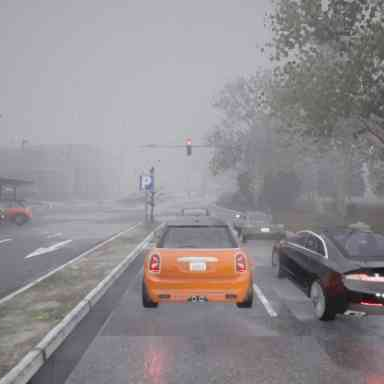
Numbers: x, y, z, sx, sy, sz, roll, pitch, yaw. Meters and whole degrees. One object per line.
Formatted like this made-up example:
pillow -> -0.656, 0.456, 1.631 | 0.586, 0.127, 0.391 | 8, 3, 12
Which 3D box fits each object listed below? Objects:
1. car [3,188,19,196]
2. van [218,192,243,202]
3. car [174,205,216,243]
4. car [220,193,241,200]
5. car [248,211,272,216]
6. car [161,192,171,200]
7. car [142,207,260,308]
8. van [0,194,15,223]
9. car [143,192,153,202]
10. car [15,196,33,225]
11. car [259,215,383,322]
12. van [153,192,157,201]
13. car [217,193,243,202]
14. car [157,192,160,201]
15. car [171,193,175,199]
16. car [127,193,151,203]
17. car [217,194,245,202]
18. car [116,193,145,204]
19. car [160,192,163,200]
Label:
car -> -28.213, 0.133, 51.879 | 2.002, 1.452, 4.674 | 6, -3, -19
van -> 7.225, 1.037, 63.637 | 4.442, 1.987, 1.878 | 1, 0, -14
car -> 0.155, 1.530, 17.207 | 1.837, 1.490, 4.892 | 0, 0, 1
car -> 9.383, 1.123, 81.309 | 4.553, 1.767, 2.185 | 1, 0, -12
car -> 3.145, 1.586, 16.157 | 1.994, 1.385, 4.181 | 0, 0, 1
car -> -8.531, 1.351, 84.963 | 4.674, 1.452, 2.002 | -1, 0, -12
car -> 0.104, 1.363, 8.121 | 2.097, 1.767, 4.553 | 0, 0, 0
van -> -13.621, 1.295, 20.240 | 4.442, 1.987, 1.878 | -1, 0, -20
car -> -10.858, 1.310, 64.019 | 5.366, 1.575, 1.946 | -1, 0, -15
car -> -13.649, 1.401, 23.218 | 4.553, 1.767, 2.185 | -1, 0, -19
car -> 3.103, 1.501, 7.245 | 2.128, 1.511, 4.902 | 0, 0, 0
van -> -10.305, 1.087, 70.011 | 4.442, 1.987, 1.878 | -1, 0, -14
car -> 7.606, 1.136, 66.607 | 4.553, 1.767, 2.185 | 1, 0, -14
car -> -10.080, 1.316, 72.982 | 4.892, 1.521, 2.231 | -1, 0, -14
car -> -8.083, 1.058, 87.969 | 5.566, 2.045, 2.435 | -1, 0, -12
car -> -10.768, 1.190, 66.971 | 4.553, 1.767, 2.185 | -1, 0, -14
car -> 8.139, 1.258, 69.601 | 5.366, 1.575, 1.946 | 1, 0, -13
car -> -11.500, 1.353, 61.026 | 4.792, 1.488, 2.163 | -1, 0, -15
car -> -9.710, 1.353, 75.978 | 4.674, 1.452, 2.002 | -1, 0, -13
